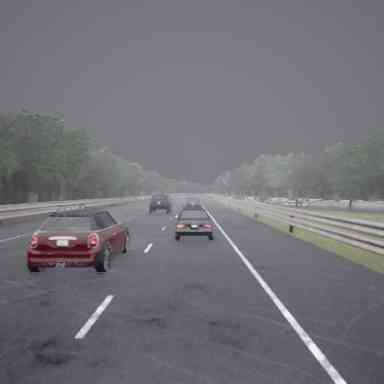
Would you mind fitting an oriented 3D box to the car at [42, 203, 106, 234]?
[{"bbox_3d":[-6.905,1.476,20.074,2.128,1.511,4.902,0,0,0],"label":"car"}]

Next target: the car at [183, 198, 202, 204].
[{"bbox_3d":[0.096,1.401,37.232,2.097,1.767,4.553,0,0,0],"label":"car"}]

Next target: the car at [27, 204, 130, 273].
[{"bbox_3d":[-3.403,1.358,10.871,2.097,1.767,4.553,0,0,0],"label":"car"}]

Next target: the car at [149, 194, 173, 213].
[{"bbox_3d":[-3.405,1.270,37.004,2.150,2.045,5.566,0,0,0],"label":"car"}]

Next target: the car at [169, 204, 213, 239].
[{"bbox_3d":[0.101,1.560,17.220,2.033,1.411,5.357,0,0,0],"label":"car"}]

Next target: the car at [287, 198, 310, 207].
[{"bbox_3d":[18.337,1.748,57.348,1.837,1.490,4.892,0,0,-18],"label":"car"}]
